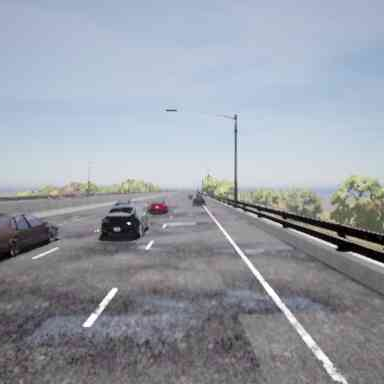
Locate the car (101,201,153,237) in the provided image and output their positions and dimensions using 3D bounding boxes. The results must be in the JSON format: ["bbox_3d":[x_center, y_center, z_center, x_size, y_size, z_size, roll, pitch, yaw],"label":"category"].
[{"bbox_3d":[-3.396,1.431,17.467,1.837,1.490,4.892,0,0,0],"label":"car"}]

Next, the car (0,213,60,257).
[{"bbox_3d":[-6.896,1.494,12.607,2.033,1.411,5.357,0,0,0],"label":"car"}]

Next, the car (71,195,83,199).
[{"bbox_3d":[-20.992,1.297,61.898,1.994,1.385,4.181,0,0,0],"label":"car"}]

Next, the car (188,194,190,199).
[{"bbox_3d":[0.024,1.059,84.221,1.994,1.385,4.181,0,0,0],"label":"car"}]

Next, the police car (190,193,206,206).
[{"bbox_3d":[1.063,1.209,50.866,1.930,1.638,5.238,0,0,0],"label":"police car"}]

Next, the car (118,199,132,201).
[{"bbox_3d":[-6.891,1.418,34.455,1.994,1.385,4.181,0,0,0],"label":"car"}]

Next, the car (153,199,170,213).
[{"bbox_3d":[-3.391,1.419,34.290,1.994,1.385,4.181,0,0,0],"label":"car"}]

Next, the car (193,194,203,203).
[{"bbox_3d":[1.066,1.195,60.945,1.801,1.575,5.366,0,0,0],"label":"car"}]

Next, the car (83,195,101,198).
[{"bbox_3d":[-17.496,1.290,60.420,2.033,1.411,5.357,0,0,0],"label":"car"}]

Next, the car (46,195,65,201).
[{"bbox_3d":[-24.494,1.268,60.147,1.812,1.442,4.674,0,0,0],"label":"car"}]
